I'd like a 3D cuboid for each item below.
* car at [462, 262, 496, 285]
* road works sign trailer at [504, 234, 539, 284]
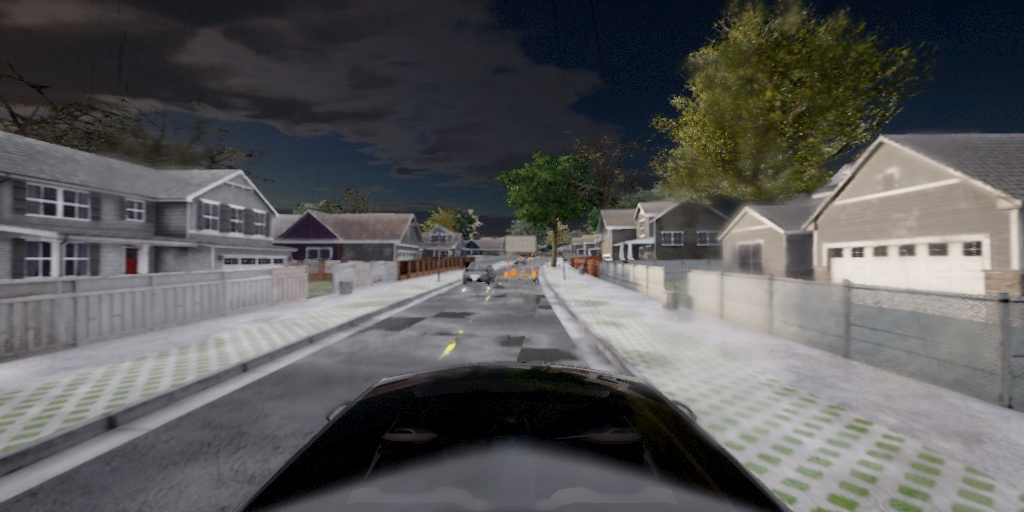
[{"bbox_3d":[-2.237,1.183,25.109,2.128,1.511,4.902,0,0,3],"label":"car"},{"bbox_3d":[0.633,0.149,26.699,2.380,3.560,2.880,0,0,4],"label":"road works sign trailer"}]
